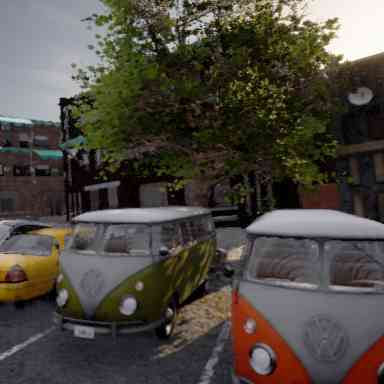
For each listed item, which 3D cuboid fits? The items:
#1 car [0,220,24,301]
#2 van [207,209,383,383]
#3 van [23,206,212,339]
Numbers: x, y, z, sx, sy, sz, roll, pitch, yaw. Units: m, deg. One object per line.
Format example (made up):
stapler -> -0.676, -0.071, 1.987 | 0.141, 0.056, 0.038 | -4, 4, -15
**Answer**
car -> -3.172, 1.547, 8.560 | 1.946, 1.575, 5.366 | 0, -1, 16
van -> 1.663, 1.270, 4.735 | 1.878, 1.987, 4.442 | 0, -1, 16
van -> -0.796, 1.294, 6.503 | 1.878, 1.987, 4.442 | 0, -1, 16
